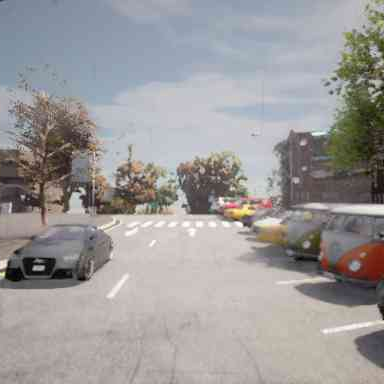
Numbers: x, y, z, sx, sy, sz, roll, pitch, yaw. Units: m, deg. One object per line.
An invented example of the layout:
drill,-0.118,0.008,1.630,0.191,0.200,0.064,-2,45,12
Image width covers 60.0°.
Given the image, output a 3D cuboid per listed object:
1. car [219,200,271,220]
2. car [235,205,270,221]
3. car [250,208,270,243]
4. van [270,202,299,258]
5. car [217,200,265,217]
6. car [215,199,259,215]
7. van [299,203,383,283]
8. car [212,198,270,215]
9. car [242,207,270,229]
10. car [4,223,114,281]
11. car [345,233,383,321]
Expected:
car,5.495,1.786,29.520,5.366,1.575,1.946,1,-1,-20
car,5.331,1.734,20.400,4.674,1.452,2.002,1,-1,-20
car,5.489,1.633,14.411,5.366,1.575,1.946,1,-1,-20
van,5.192,1.375,11.283,4.442,1.987,1.878,1,0,-19
car,5.241,1.721,35.520,4.553,1.767,2.185,1,-1,-21
car,5.254,1.790,38.544,4.553,1.767,2.185,2,-3,-21
van,5.178,1.344,8.255,4.442,1.987,1.878,1,0,-20
car,5.279,1.565,32.471,5.566,2.045,2.435,1,0,-21
car,5.334,1.704,17.371,4.674,1.452,2.002,1,0,-20
car,-3.699,1.667,10.020,1.994,1.385,4.181,0,-1,0
car,5.259,1.542,5.275,4.892,1.521,2.231,1,-1,-20
